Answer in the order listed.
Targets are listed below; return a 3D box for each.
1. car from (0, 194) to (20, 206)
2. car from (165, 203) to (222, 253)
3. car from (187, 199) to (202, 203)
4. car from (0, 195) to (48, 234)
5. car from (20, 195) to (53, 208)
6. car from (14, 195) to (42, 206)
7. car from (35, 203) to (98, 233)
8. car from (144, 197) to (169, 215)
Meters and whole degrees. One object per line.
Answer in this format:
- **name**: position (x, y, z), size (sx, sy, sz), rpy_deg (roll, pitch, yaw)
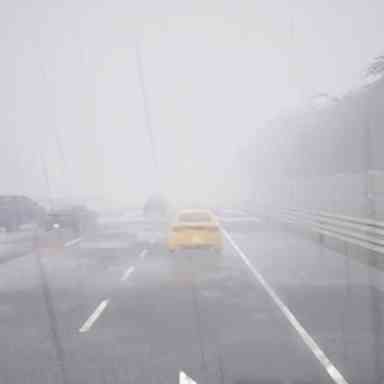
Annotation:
- **car**: position (-27.807, 1.173, 49.324), size (1.882, 1.535, 5.008), rpy_deg (0, 1, 1)
- **car**: position (0.121, 1.434, 13.527), size (1.882, 1.535, 5.008), rpy_deg (0, 0, 0)
- **car**: position (0.205, 1.421, 31.577), size (1.812, 1.442, 4.674), rpy_deg (0, 0, 0)
- **car**: position (-10.361, 1.158, 19.046), size (2.150, 2.045, 5.566), rpy_deg (0, 0, 0)
- **car**: position (-20.859, 1.256, 44.960), size (2.128, 1.511, 4.902), rpy_deg (0, 1, 1)
- **car**: position (-24.309, 1.254, 49.564), size (1.994, 1.385, 4.181), rpy_deg (0, 1, 1)
- **car**: position (-6.860, 1.442, 19.257), size (1.837, 1.490, 4.892), rpy_deg (0, 0, 0)
- **car**: position (-3.391, 1.243, 32.509), size (2.097, 1.767, 4.553), rpy_deg (0, 0, 0)
